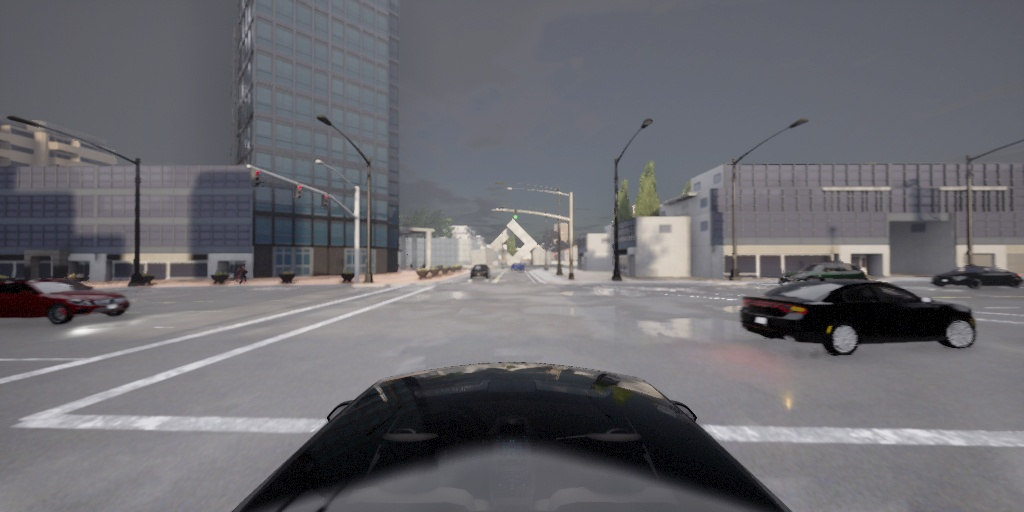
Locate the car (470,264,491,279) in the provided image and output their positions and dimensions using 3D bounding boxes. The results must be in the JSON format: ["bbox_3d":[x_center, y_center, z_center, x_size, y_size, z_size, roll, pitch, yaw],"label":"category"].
[{"bbox_3d":[-3.341,1.601,38.590,1.882,1.535,5.008,0,-1,1],"label":"car"}]

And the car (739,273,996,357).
[{"bbox_3d":[7.973,1.277,8.400,5.008,1.535,1.882,0,-2,-10],"label":"car"}]

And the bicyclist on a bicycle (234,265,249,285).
[{"bbox_3d":[-21.807,1.523,28.912,0.582,1.620,1.656,-1,0,0],"label":"bicyclist on a bicycle"}]

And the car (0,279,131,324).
[{"bbox_3d":[-16.183,1.515,12.437,4.674,1.442,1.812,-1,-1,0],"label":"car"}]

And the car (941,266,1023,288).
[{"bbox_3d":[29.961,1.357,23.206,4.181,1.385,1.994,-1,-1,0],"label":"car"}]

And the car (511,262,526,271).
[{"bbox_3d":[1.126,1.841,63.312,1.882,1.535,5.008,0,-1,12],"label":"car"}]

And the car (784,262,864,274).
[{"bbox_3d":[19.989,1.237,23.200,4.553,1.767,2.097,0,-1,0],"label":"car"}]
